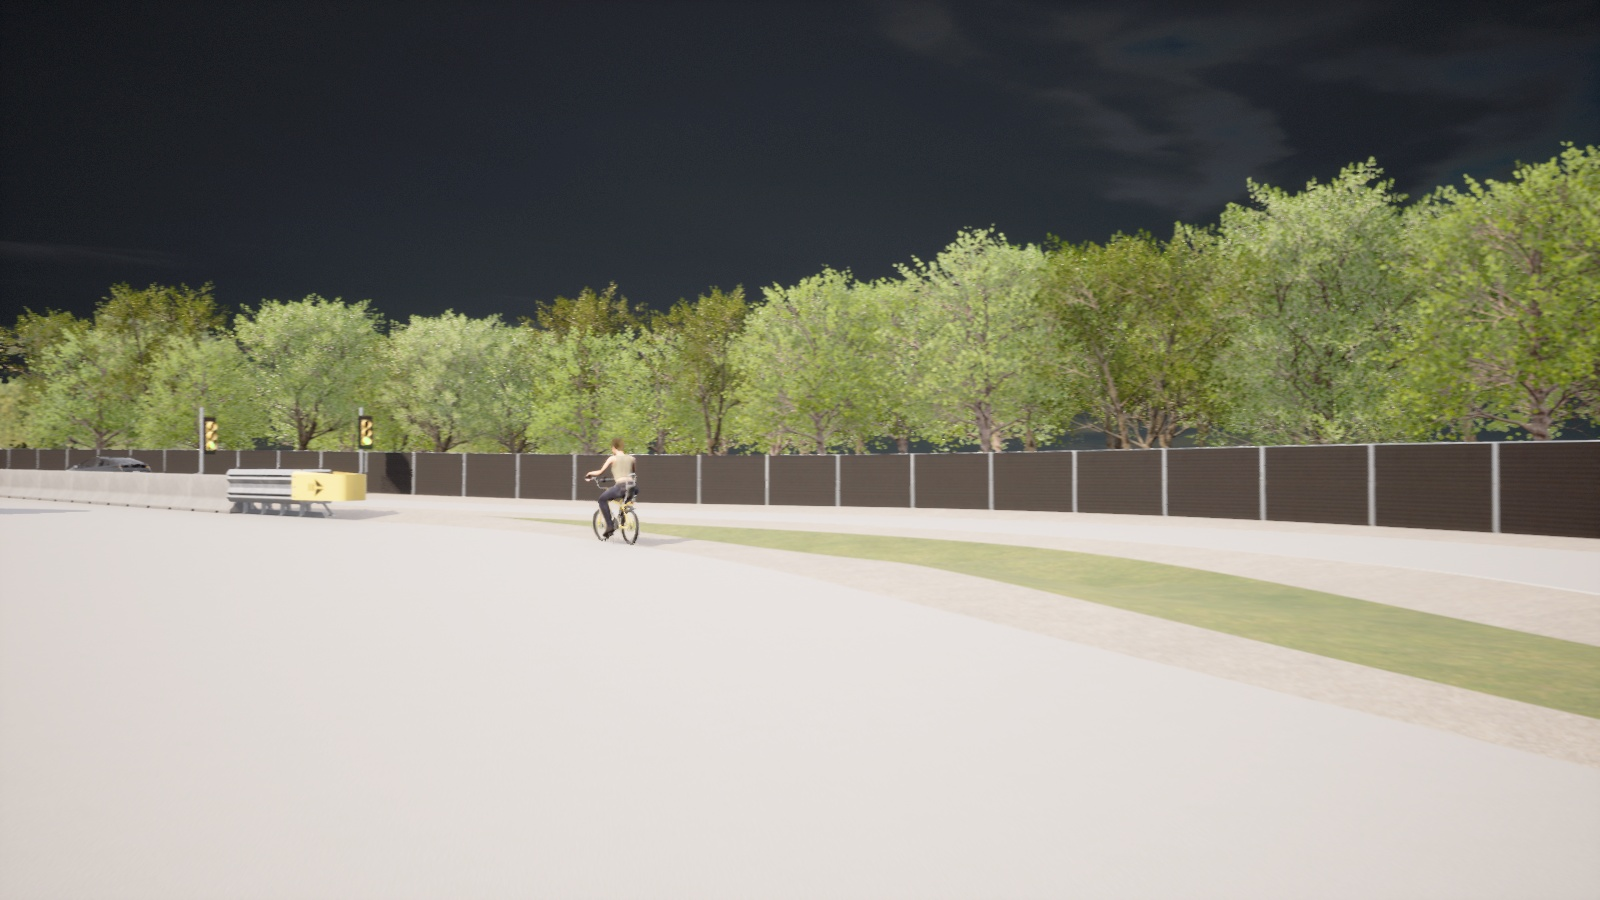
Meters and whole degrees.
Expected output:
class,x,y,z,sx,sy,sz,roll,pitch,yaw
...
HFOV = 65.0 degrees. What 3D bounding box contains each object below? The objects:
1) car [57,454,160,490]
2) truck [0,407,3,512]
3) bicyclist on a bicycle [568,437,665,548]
class,x,y,z,sx,sy,sz,roll,pitch,yaw
car,-31.256,0.969,56.761,4.514,1.525,2.007,1,0,30
truck,-21.588,0.197,29.165,5.204,2.467,2.627,0,-1,22
bicyclist on a bicycle,-2.815,0.619,19.121,0.866,1.612,1.509,-1,0,-35
